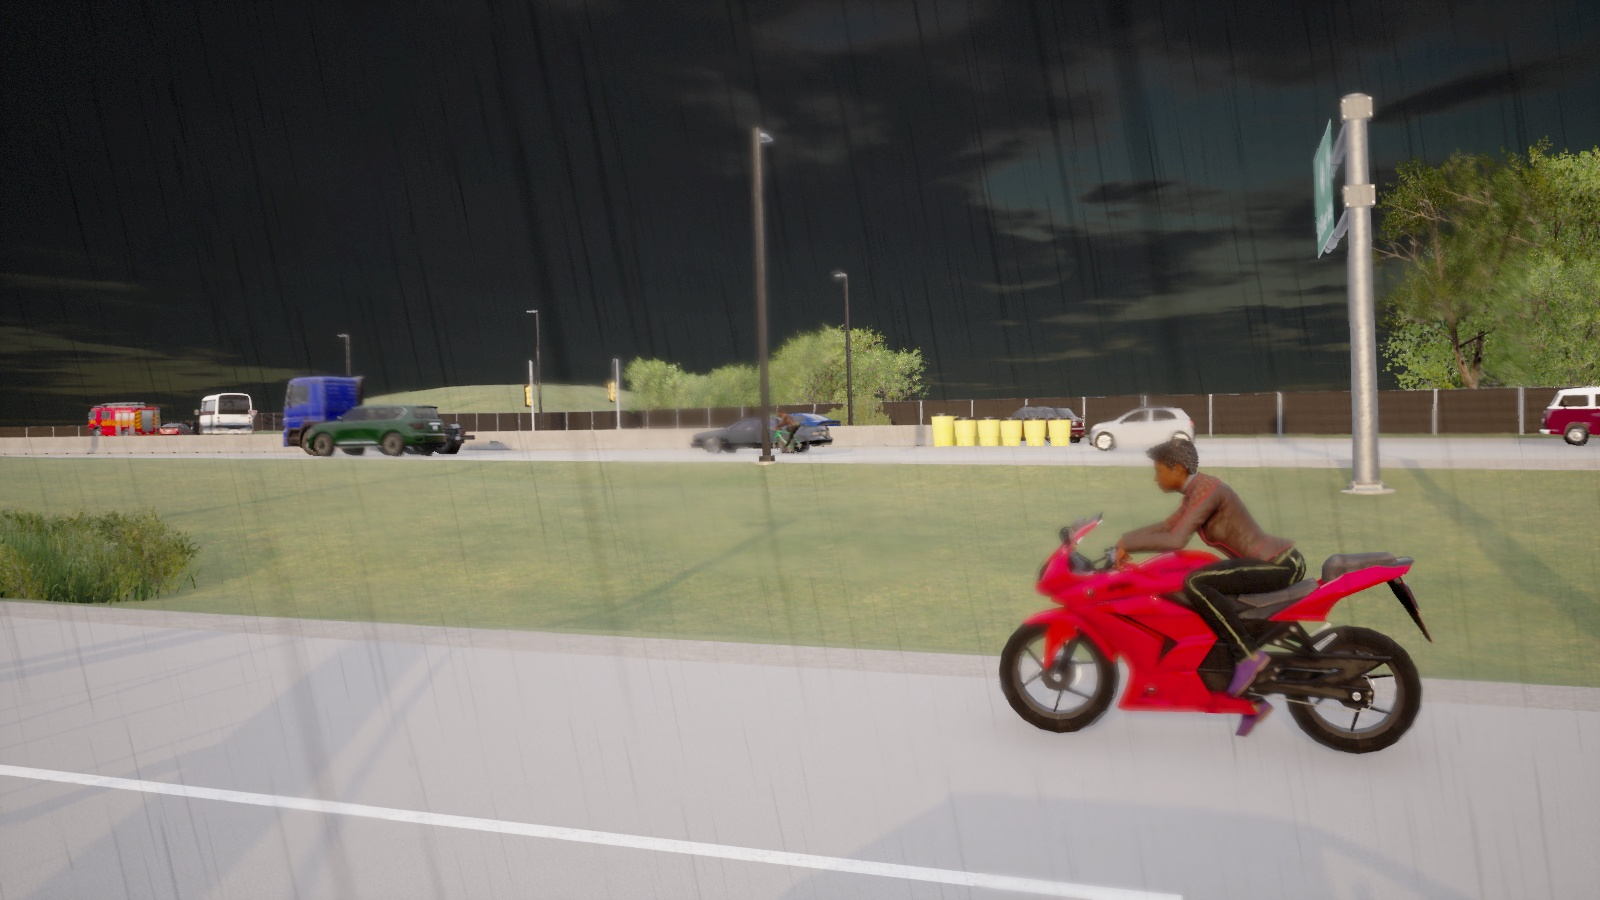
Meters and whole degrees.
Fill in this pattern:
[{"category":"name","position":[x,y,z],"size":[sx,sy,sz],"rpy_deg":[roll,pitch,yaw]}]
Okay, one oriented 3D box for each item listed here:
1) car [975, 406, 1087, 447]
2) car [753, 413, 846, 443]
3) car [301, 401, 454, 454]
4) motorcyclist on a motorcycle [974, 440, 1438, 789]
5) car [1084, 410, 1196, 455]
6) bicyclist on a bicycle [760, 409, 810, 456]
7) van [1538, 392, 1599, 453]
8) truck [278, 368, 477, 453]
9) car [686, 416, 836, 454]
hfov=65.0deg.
[{"category":"car","position":[10.399,-1.085,56.768],"size":[4.553,1.767,2.097],"rpy_deg":[1,2,40]},{"category":"car","position":[-0.065,-1.202,66.396],"size":[5.008,1.535,1.882],"rpy_deg":[1,2,44]},{"category":"car","position":[-16.707,-0.876,49.621],"size":[5.566,2.045,2.150],"rpy_deg":[0,1,19]},{"category":"motorcyclist on a motorcycle","position":[1.955,0.718,6.226],"size":[2.044,1.523,0.797],"rpy_deg":[0,1,19]},{"category":"car","position":[11.757,-0.585,43.405],"size":[3.633,1.501,1.845],"rpy_deg":[0,1,19]},{"category":"bicyclist on a bicycle","position":[-0.524,-0.614,43.981],"size":[1.656,1.620,0.582],"rpy_deg":[0,1,19]},{"category":"van","position":[27.925,-0.955,43.063],"size":[4.480,2.038,2.069],"rpy_deg":[1,2,30]},{"category":"truck","position":[-18.104,-1.631,53.804],"size":[7.936,3.462,2.891],"rpy_deg":[0,1,19]},{"category":"car","position":[-1.498,-0.571,48.028],"size":[5.357,1.411,2.033],"rpy_deg":[0,1,19]}]
